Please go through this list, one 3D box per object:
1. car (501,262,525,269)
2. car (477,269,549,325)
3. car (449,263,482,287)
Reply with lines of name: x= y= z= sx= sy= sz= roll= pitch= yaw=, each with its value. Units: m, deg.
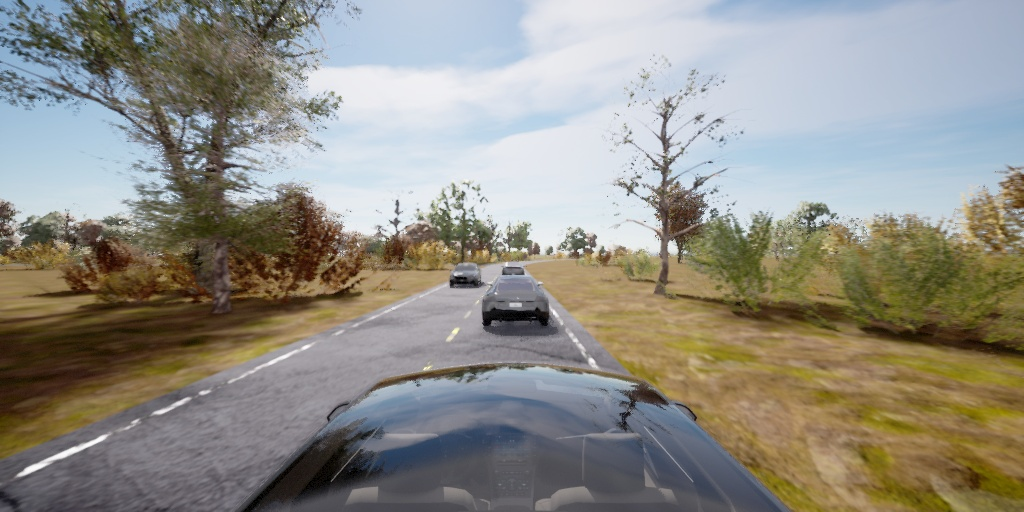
car: x=0.095 y=1.239 z=30.666 sx=2.128 sy=1.511 sz=4.902 roll=0 pitch=0 yaw=0
car: x=0.099 y=1.313 z=11.852 sx=1.994 sy=1.385 sz=4.181 roll=0 pitch=0 yaw=0
car: x=-3.094 y=1.252 z=24.575 sx=1.837 sy=1.490 sz=4.892 roll=0 pitch=0 yaw=0
